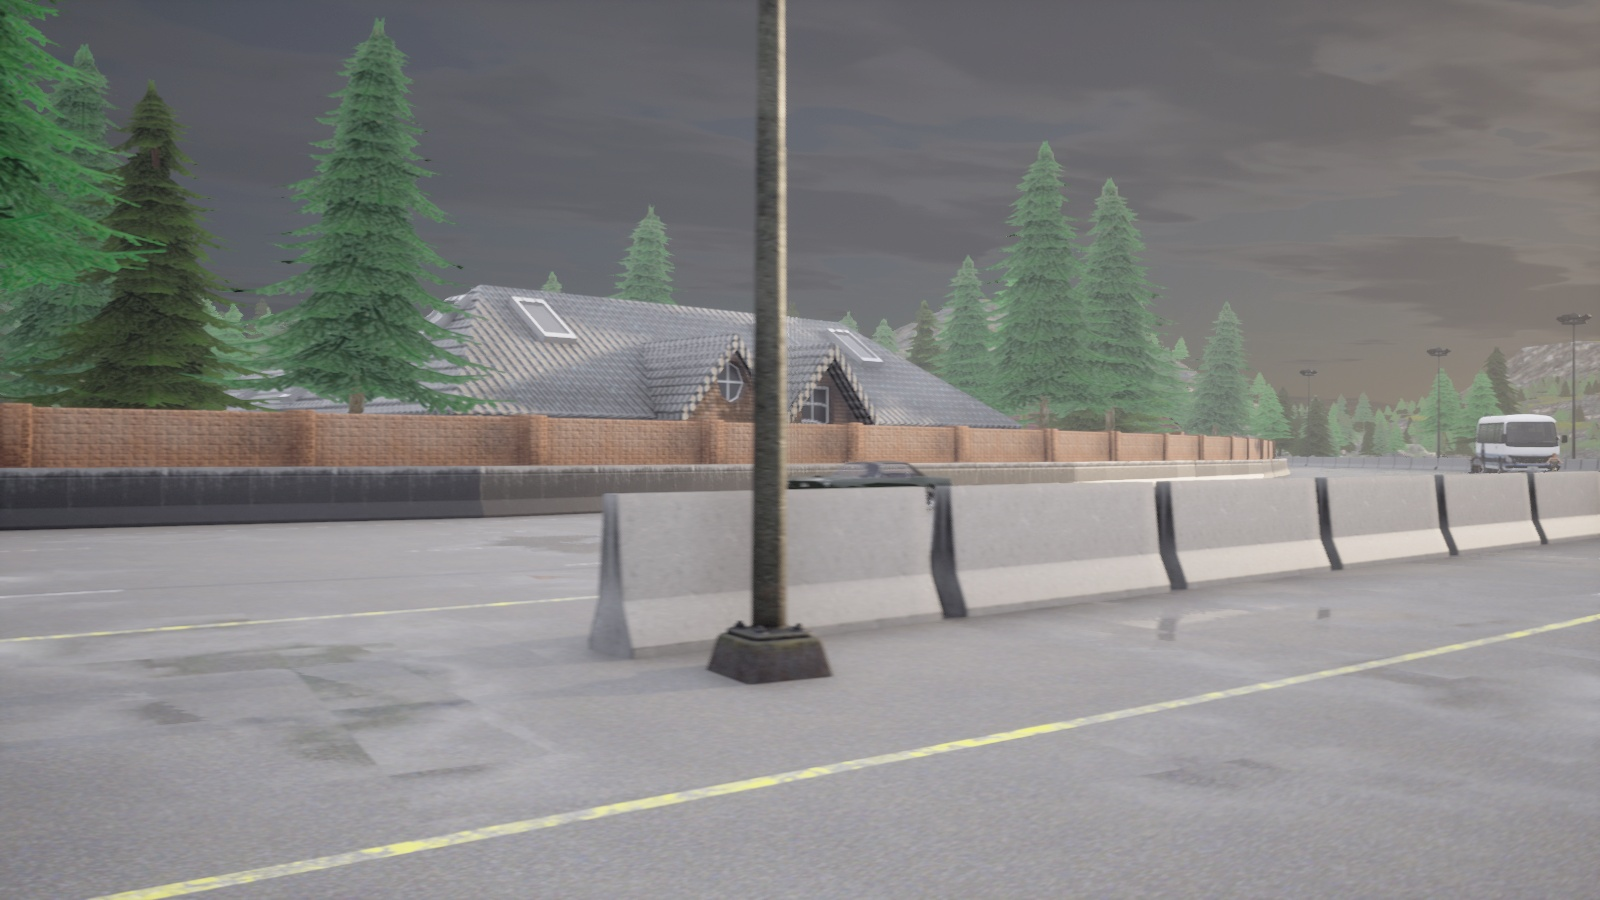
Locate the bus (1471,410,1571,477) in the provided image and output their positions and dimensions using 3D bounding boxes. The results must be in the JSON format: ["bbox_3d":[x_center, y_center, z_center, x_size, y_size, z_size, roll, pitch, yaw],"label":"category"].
[{"bbox_3d":[48.854,-0.516,85.475,3.944,4.253,10.273,0,1,18],"label":"bus"}]

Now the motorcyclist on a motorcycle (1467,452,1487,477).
[{"bbox_3d":[42.847,0.894,79.484,0.866,1.530,2.191,-1,0,23],"label":"motorcyclist on a motorcycle"}]

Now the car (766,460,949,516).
[{"bbox_3d":[1.539,0.927,32.048,4.718,1.301,1.895,0,0,-43],"label":"car"}]
